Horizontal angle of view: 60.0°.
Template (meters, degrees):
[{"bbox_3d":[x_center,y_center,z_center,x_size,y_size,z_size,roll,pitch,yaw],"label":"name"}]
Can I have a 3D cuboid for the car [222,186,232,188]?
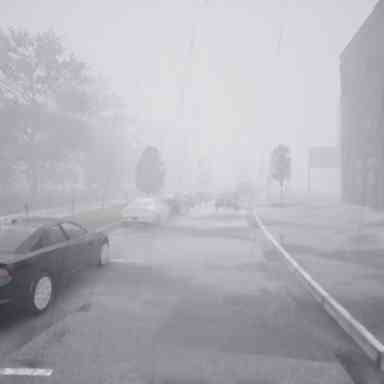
[{"bbox_3d":[5.581,-0.173,51.075,2.231,1.521,4.892,-3,1,21],"label":"car"}]

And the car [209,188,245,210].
[{"bbox_3d":[3.013,0.653,27.570,2.033,1.411,5.357,0,2,12],"label":"car"}]

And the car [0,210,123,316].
[{"bbox_3d":[-3.377,1.270,7.293,2.097,1.535,5.008,1,2,5],"label":"car"}]

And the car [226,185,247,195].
[{"bbox_3d":[7.582,-0.355,56.293,2.231,1.521,4.892,-3,1,22],"label":"car"}]

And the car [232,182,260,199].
[{"bbox_3d":[7.239,-0.241,43.981,2.150,2.045,5.566,0,2,17],"label":"car"}]

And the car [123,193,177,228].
[{"bbox_3d":[-2.353,0.999,17.775,2.002,1.452,4.674,-1,2,8],"label":"car"}]

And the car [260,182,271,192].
[{"bbox_3d":[14.791,-0.891,71.633,1.946,1.575,5.366,-3,1,30],"label":"car"}]

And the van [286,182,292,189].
[{"bbox_3d":[23.504,-1.562,85.860,1.878,1.987,4.442,-2,1,34],"label":"van"}]

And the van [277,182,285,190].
[{"bbox_3d":[20.412,-1.420,81.204,1.878,1.987,4.442,-2,1,33],"label":"van"}]

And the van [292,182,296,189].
[{"bbox_3d":[26.740,-1.696,90.404,1.878,1.987,4.442,-2,1,35],"label":"van"}]

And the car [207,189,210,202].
[{"bbox_3d":[0.978,0.344,35.718,2.097,1.535,5.008,0,2,14],"label":"car"}]

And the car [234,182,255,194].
[{"bbox_3d":[9.765,-0.790,61.466,2.435,2.045,5.566,-3,1,24],"label":"car"}]

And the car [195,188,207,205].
[{"bbox_3d":[-0.427,0.557,29.552,2.231,1.521,4.892,0,2,12],"label":"car"}]

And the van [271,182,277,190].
[{"bbox_3d":[17.481,-1.269,76.441,1.878,1.987,4.442,-3,1,28],"label":"van"}]

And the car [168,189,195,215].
[{"bbox_3d":[-1.442,0.760,23.937,2.097,1.535,5.008,-1,2,10],"label":"car"}]
